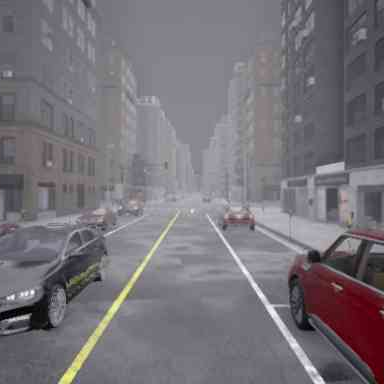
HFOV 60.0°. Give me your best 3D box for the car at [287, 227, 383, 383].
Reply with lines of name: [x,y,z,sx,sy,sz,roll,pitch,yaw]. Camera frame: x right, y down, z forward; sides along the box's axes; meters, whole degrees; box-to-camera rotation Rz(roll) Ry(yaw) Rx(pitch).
car: [2.670,1.311,3.865,2.192,1.841,5.009,0,0,0]

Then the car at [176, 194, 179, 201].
car: [-5.048,1.458,81.557,2.192,1.841,5.009,0,0,1]

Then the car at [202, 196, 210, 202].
car: [3.476,1.708,81.375,1.947,1.339,4.313,0,0,1]

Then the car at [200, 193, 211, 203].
car: [3.354,1.566,75.852,1.967,1.590,4.097,0,0,1]

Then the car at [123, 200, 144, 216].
car: [-5.853,1.469,32.149,1.967,1.590,4.097,0,0,0]

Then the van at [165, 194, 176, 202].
van: [-5.170,1.468,76.035,1.690,1.788,3.998,0,0,1]

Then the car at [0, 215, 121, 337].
car: [-3.101,1.486,6.964,2.128,1.511,4.902,0,0,0]

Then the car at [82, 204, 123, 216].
car: [-5.855,1.591,20.839,1.802,1.307,4.206,0,0,0]

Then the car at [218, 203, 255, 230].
car: [2.671,1.449,20.830,1.967,1.590,4.097,0,0,0]
